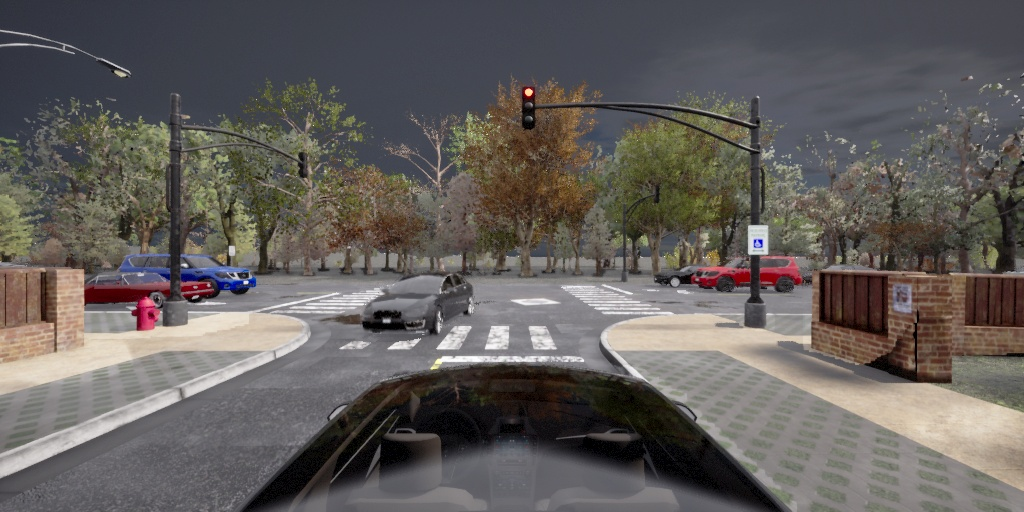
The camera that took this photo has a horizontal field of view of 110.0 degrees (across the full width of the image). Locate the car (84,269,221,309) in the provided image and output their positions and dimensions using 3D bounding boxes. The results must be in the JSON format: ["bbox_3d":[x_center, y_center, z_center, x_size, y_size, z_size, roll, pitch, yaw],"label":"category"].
[{"bbox_3d":[-14.634,1.294,13.997,4.718,1.301,1.895,0,0,-3],"label":"car"}]

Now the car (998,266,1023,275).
[{"bbox_3d":[30.842,1.215,20.749,4.553,1.767,2.097,0,0,0],"label":"car"}]

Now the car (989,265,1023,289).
[{"bbox_3d":[35.790,1.371,23.993,4.902,1.511,2.128,0,0,0],"label":"car"}]

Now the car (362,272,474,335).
[{"bbox_3d":[-2.507,1.253,10.691,1.837,1.490,4.892,-1,0,10],"label":"car"}]

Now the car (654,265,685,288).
[{"bbox_3d":[12.116,1.283,23.986,5.008,1.535,1.882,0,0,0],"label":"car"}]

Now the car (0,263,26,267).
[{"bbox_3d":[-25.612,1.180,17.232,4.674,1.442,1.812,0,0,0],"label":"car"}]

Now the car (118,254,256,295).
[{"bbox_3d":[-15.561,0.916,17.247,5.566,2.045,2.150,0,0,0],"label":"car"}]

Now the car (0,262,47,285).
[{"bbox_3d":[-34.548,1.152,23.927,4.674,1.442,1.812,0,0,0],"label":"car"}]

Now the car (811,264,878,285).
[{"bbox_3d":[21.886,1.315,23.995,5.008,1.535,1.882,0,0,0],"label":"car"}]

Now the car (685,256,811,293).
[{"bbox_3d":[13.489,1.027,20.735,5.566,2.045,2.150,0,0,0],"label":"car"}]
